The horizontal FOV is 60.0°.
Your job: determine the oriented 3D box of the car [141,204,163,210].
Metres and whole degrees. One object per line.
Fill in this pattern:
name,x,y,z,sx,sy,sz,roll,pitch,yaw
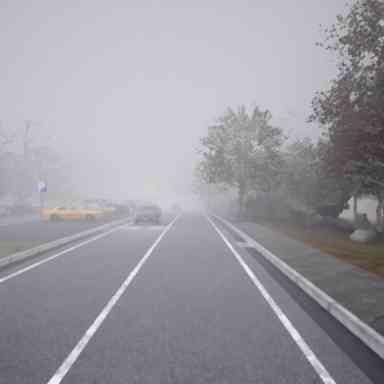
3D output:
car,-10.129,3.769,84.113,5.366,1.575,1.946,0,-3,0

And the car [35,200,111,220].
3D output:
car,-10.153,1.740,28.663,5.366,1.575,1.946,0,-1,0

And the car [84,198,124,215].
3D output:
car,-10.366,1.840,36.982,4.553,1.767,2.185,0,-2,0

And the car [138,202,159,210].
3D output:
car,-10.286,3.378,78.573,4.553,1.767,2.185,0,-3,0

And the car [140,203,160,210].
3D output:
car,-10.285,3.512,81.346,4.553,1.767,2.185,0,-3,0

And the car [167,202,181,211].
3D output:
car,-3.267,2.887,67.495,2.097,1.767,4.553,0,-2,0

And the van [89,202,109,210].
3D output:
van,-23.511,3.547,84.118,4.442,1.987,1.878,0,-3,0

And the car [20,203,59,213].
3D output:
car,-23.404,2.418,51.039,5.008,1.535,2.097,0,-2,0

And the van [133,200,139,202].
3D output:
van,-10.447,2.096,48.079,4.442,1.987,1.878,0,-2,0

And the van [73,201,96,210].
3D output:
van,-23.516,3.010,73.051,4.442,1.987,1.878,0,-3,0

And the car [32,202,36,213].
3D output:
car,-23.380,2.114,45.505,4.553,1.767,2.185,0,-2,0

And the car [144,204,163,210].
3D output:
car,-10.319,4.042,89.659,4.892,1.521,2.231,0,-3,0

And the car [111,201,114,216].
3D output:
car,-10.343,1.810,31.431,4.892,1.521,2.231,0,-1,0

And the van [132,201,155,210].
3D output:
van,-10.204,2.874,70.259,4.442,1.987,1.878,0,-3,0

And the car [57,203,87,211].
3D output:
car,-23.408,2.867,64.882,5.008,1.535,2.097,0,-2,0

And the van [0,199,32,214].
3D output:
van,-23.529,1.924,42.740,4.442,1.987,1.878,0,-2,0

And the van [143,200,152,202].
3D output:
van,-10.208,2.546,61.953,4.442,1.987,1.878,0,-2,0

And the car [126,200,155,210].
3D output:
car,-10.350,2.715,67.487,5.566,2.045,2.435,0,-3,0

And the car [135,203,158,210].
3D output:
car,-10.313,3.369,75.794,5.008,1.535,2.097,0,-3,0

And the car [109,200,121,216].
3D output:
car,-10.343,1.883,34.202,5.008,1.535,2.097,0,-2,0

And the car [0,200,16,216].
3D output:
car,-23.230,1.969,37.198,5.366,1.575,1.946,0,-2,0

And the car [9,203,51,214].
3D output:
car,-23.405,2.325,48.145,5.008,1.535,2.097,0,-2,0

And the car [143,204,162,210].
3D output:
car,-10.307,3.908,86.886,4.892,1.521,2.231,0,-3,0

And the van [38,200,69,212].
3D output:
van,-23.524,2.372,56.584,4.442,1.987,1.878,0,-2,0

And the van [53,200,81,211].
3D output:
van,-23.287,2.551,62.121,4.442,1.987,1.878,0,-2,0

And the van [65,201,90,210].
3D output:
van,-23.285,2.741,67.509,4.442,1.987,1.878,0,-2,0

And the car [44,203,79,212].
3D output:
car,-23.221,2.685,59.347,5.366,1.575,1.946,0,-2,0

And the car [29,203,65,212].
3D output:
car,-23.402,2.509,53.808,4.892,1.521,2.231,0,-2,0

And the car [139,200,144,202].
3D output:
car,-10.335,2.412,50.847,5.008,1.535,2.097,0,-2,0

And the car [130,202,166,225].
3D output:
car,-3.350,1.740,26.263,1.837,1.490,4.892,0,-1,0

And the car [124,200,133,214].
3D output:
car,-10.306,1.801,39.756,5.566,2.045,2.435,0,-2,0

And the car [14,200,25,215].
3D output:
car,-23.407,2.061,39.963,4.892,1.521,2.231,0,-2,0

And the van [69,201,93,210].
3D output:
van,-23.517,2.882,70.409,4.442,1.987,1.878,0,-3,0
